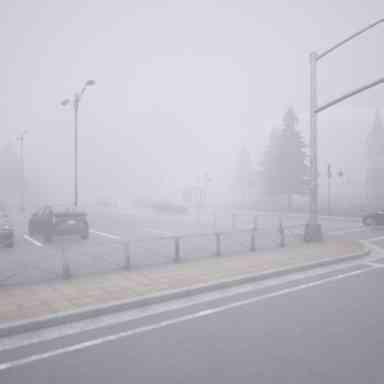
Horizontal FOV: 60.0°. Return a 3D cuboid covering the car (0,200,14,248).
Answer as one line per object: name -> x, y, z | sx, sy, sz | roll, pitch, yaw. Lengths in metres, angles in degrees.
car -> -8.735, 1.331, 13.534 | 2.152, 1.636, 5.027 | 0, 0, -36

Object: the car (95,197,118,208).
car -> -12.203, 1.445, 47.443 | 2.128, 1.511, 4.902 | 0, 0, -36

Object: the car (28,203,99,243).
car -> -6.223, 1.341, 15.414 | 2.007, 1.523, 4.514 | 0, 0, -36

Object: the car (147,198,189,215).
car -> -2.248, 1.482, 33.791 | 1.882, 1.535, 5.008 | 0, 0, -36

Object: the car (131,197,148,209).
car -> -6.651, 1.497, 45.818 | 2.128, 1.511, 4.902 | 0, 0, -36

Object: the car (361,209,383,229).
car -> 12.474, 1.511, 19.589 | 1.837, 1.490, 4.892 | 3, -1, -26

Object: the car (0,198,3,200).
car -> -21.480, 1.375, 36.509 | 1.845, 1.501, 3.633 | 0, 0, -36
